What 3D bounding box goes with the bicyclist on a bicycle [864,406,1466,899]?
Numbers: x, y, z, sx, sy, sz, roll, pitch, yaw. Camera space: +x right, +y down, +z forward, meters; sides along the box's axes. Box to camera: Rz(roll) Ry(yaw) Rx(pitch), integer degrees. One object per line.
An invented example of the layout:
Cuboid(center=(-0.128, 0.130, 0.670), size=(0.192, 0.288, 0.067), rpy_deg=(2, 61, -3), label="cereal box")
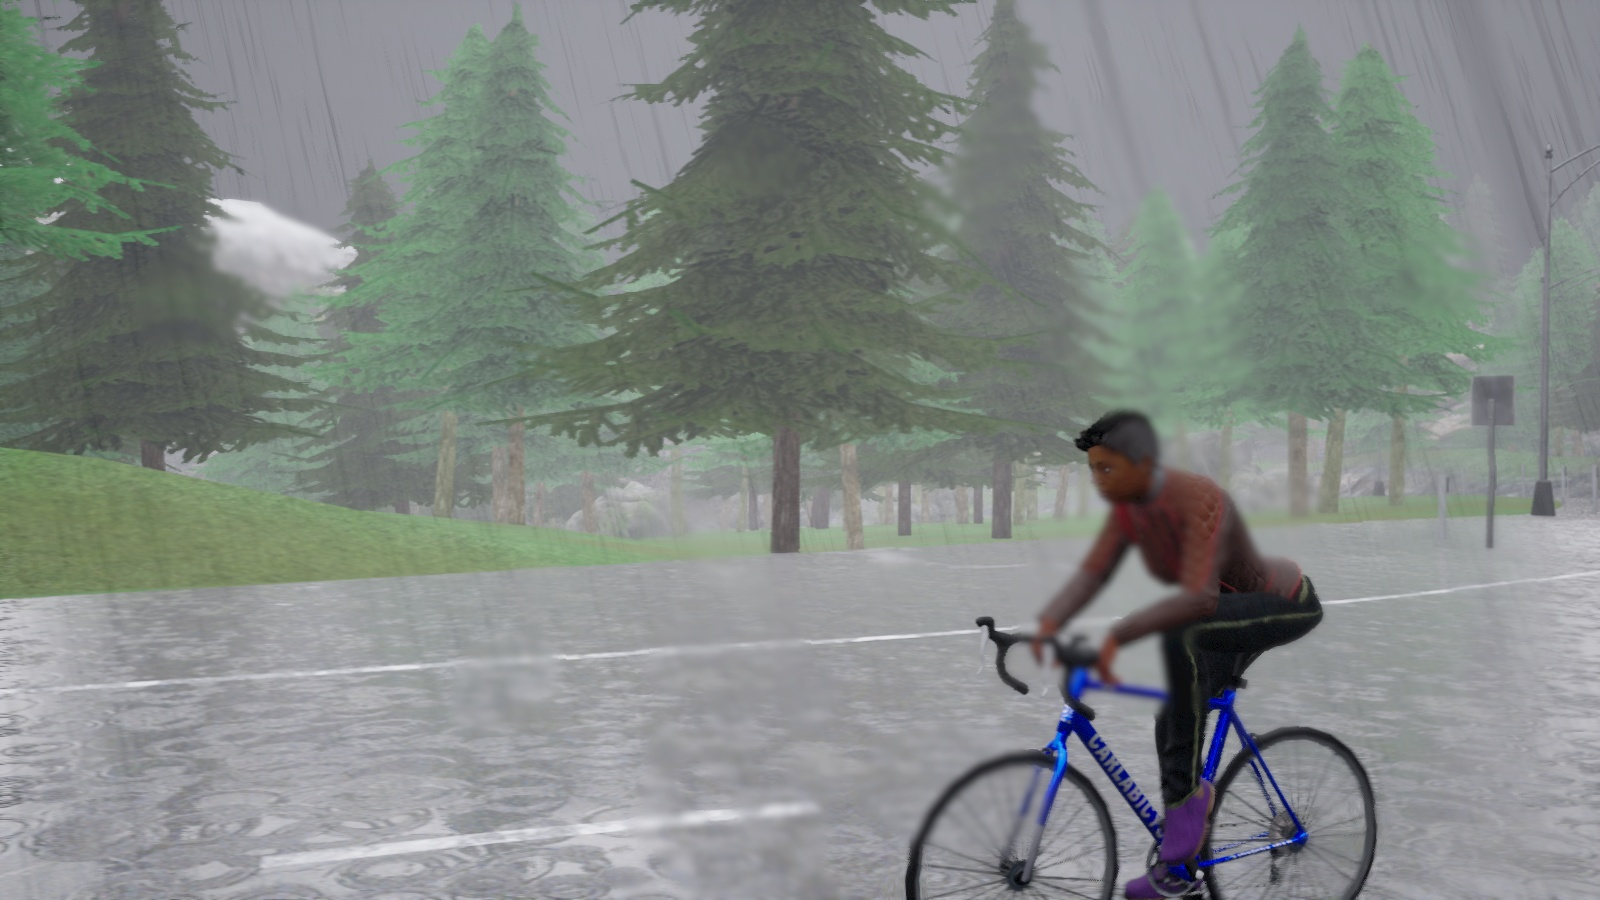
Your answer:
Cuboid(center=(1.067, 0.691, 3.645), size=(1.656, 1.620, 0.582), rpy_deg=(-1, 1, -21), label="bicyclist on a bicycle")
